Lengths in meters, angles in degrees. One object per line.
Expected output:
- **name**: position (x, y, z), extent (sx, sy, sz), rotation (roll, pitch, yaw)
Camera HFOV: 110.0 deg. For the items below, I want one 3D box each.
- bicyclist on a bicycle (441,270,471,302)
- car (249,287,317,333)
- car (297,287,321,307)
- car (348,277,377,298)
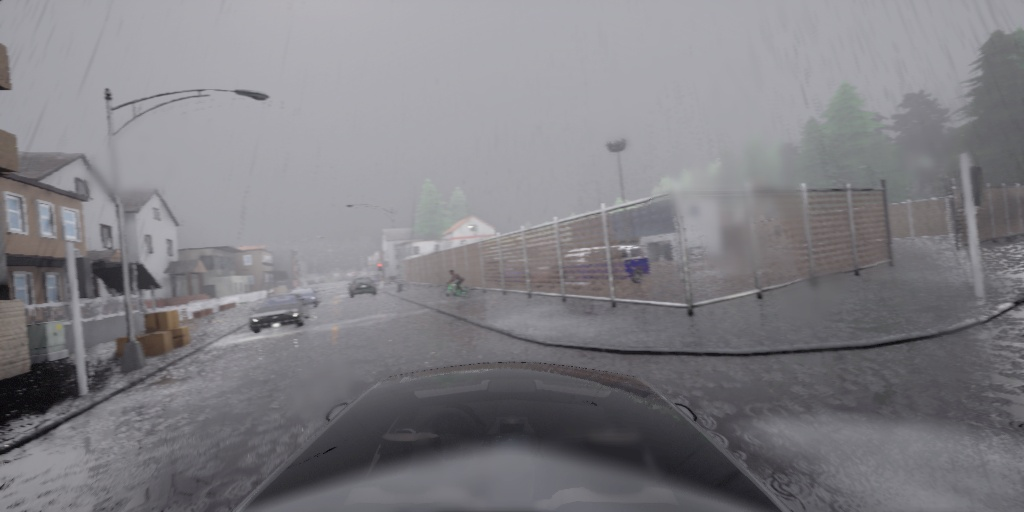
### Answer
- **bicyclist on a bicycle**: position (-2.948, 1.522, 18.803), extent (1.656, 1.620, 0.582), rotation (-5, -1, -26)
- **car**: position (-10.554, 2.490, 16.603), extent (2.033, 1.411, 5.357), rotation (-6, 0, -26)
- **car**: position (-14.912, 2.983, 25.661), extent (1.812, 1.442, 4.674), rotation (-6, 0, -26)
- **car**: position (-13.652, 2.728, 32.577), extent (2.097, 1.767, 4.553), rotation (-6, 0, -26)
